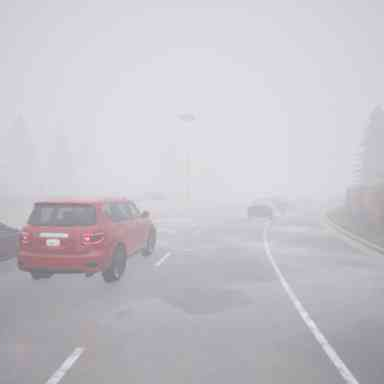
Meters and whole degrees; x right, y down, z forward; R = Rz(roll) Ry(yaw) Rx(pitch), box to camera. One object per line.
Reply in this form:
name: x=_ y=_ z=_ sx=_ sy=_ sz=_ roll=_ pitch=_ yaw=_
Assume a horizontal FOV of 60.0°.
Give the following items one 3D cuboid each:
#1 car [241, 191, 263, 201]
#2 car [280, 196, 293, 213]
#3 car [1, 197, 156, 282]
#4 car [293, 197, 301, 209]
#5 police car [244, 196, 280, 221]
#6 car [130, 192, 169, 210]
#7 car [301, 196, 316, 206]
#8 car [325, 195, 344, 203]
car: x=13.245 y=0.835 z=73.285 sx=2.150 sy=2.045 sz=5.566 roll=0 pitch=0 yaw=45
car: x=8.797 y=1.210 z=34.620 sx=2.097 sy=1.767 sz=4.553 roll=0 pitch=0 yaw=24
car: x=-2.643 y=1.165 z=9.781 sx=2.150 sy=2.045 sz=5.566 roll=0 pitch=0 yaw=7
car: x=11.185 y=1.298 z=39.496 sx=1.801 sy=1.575 sz=5.366 roll=0 pitch=0 yaw=28
police car: x=5.663 y=1.313 z=26.676 sx=1.930 sy=1.638 sz=5.238 roll=0 pitch=0 yaw=19
car: x=-5.059 y=1.005 z=40.444 sx=2.150 sy=2.045 sz=5.566 roll=0 pitch=1 yaw=24
car: x=17.879 y=1.366 z=52.201 sx=1.994 sy=1.385 sz=4.181 roll=0 pitch=0 yaw=39
car: x=26.590 y=1.279 z=62.089 sx=4.892 sy=1.490 sz=1.837 roll=0 pitch=0 yaw=-42
